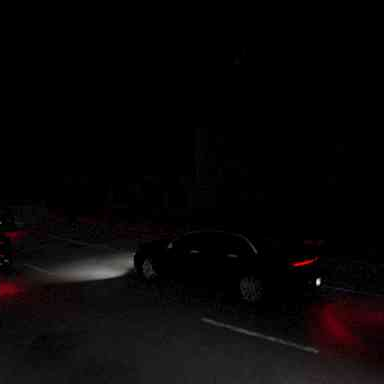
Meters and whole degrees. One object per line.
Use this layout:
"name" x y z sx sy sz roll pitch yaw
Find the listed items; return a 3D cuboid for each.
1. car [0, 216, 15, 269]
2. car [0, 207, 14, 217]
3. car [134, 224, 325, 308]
"car" -7.284 1.604 10.482 4.892 1.490 1.837 -1 0 43
"car" -13.219 1.730 22.321 1.812 1.442 4.674 0 0 -38
"car" 0.633 1.558 8.153 4.892 1.490 1.837 0 0 38
